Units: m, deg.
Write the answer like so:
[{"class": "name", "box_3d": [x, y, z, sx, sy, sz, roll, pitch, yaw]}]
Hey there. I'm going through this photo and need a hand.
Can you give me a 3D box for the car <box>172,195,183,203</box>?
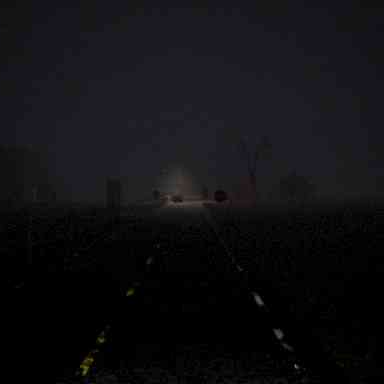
[{"class": "car", "box_3d": [-2.742, 1.398, 64.744, 1.882, 1.535, 5.008, 0, 1, 0]}]
